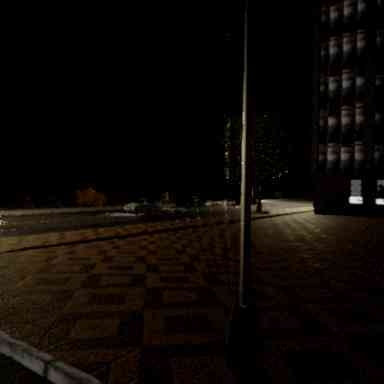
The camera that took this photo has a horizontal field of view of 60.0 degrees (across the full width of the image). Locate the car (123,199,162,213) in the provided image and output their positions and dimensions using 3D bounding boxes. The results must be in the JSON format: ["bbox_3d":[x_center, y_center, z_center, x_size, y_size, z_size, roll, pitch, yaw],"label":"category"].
[{"bbox_3d":[-5.124,1.428,35.151,1.812,1.442,4.674,1,1,38],"label":"car"}]

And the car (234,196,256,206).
[{"bbox_3d":[8.338,1.394,52.083,1.837,1.490,4.892,1,0,38],"label":"car"}]

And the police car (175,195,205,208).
[{"bbox_3d":[-0.254,1.261,46.420,1.930,1.638,5.238,1,1,38],"label":"police car"}]
